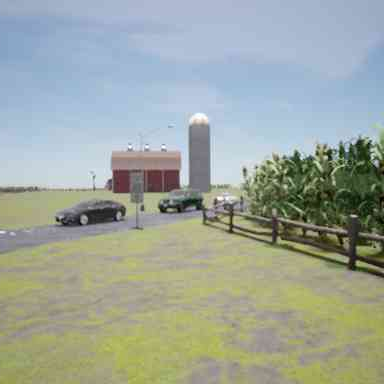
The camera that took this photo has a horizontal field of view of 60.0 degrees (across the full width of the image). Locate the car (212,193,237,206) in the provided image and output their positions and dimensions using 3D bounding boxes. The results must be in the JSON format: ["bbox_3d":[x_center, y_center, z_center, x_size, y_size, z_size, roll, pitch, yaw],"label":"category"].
[{"bbox_3d":[3.895,0.865,39.479,1.812,1.442,4.674,0,1,26],"label":"car"}]

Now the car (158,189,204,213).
[{"bbox_3d":[-0.883,0.744,30.298,2.150,2.045,5.566,0,1,29],"label":"car"}]

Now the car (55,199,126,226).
[{"bbox_3d":[-6.294,1.213,21.153,1.837,1.490,4.892,0,1,32],"label":"car"}]
